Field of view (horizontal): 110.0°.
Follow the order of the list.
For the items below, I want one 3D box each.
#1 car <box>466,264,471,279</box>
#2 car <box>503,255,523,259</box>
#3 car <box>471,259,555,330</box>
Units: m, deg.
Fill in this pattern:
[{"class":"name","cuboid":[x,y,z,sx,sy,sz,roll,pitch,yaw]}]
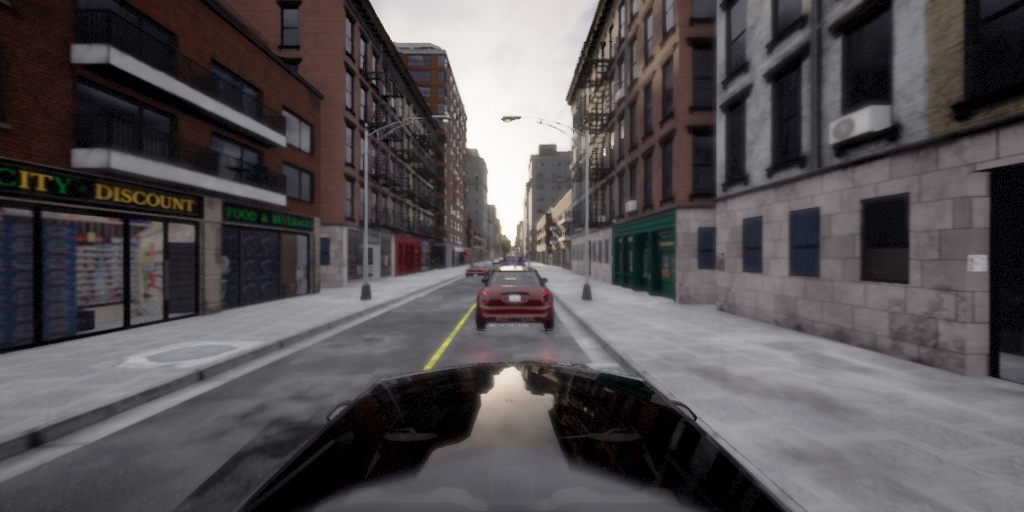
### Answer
[{"class":"car","cuboid":[-3.091,1.336,32.744,1.895,1.301,4.718,0,0,0]},{"class":"car","cuboid":[0.105,0.956,32.345,2.150,2.045,5.566,0,0,0]},{"class":"car","cuboid":[0.088,1.097,11.241,2.097,1.767,4.553,0,0,0]}]
